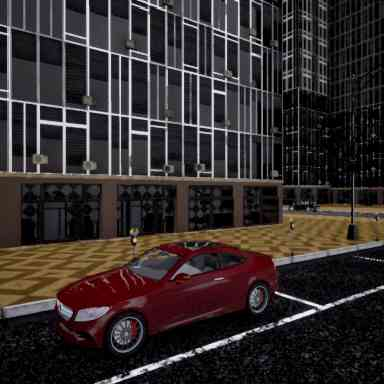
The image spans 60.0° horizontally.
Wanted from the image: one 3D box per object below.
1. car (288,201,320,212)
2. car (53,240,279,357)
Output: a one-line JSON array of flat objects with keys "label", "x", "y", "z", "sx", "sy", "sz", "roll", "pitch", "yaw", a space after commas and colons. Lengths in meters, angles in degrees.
[{"label": "car", "x": 15.182, "y": 1.899, "z": 45.290, "sx": 2.008, "sy": 1.369, "sz": 4.403, "roll": -1, "pitch": 0, "yaw": -36}, {"label": "car", "x": -0.209, "y": 1.582, "z": 5.951, "sx": 4.206, "sy": 1.307, "sz": 1.802, "roll": 0, "pitch": 0, "yaw": -35}]
